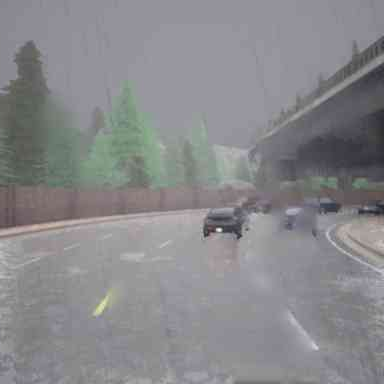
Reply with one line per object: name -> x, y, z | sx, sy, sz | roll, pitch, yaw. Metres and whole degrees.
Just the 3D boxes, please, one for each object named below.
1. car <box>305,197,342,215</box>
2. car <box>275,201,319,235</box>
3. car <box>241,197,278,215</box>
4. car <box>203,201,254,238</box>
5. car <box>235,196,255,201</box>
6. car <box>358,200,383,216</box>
car -> 12.723, 1.265, 32.596 | 4.553, 1.767, 2.097 | 0, 0, -39
car -> 5.934, 1.476, 18.424 | 1.812, 1.442, 4.674 | 0, 0, 21
car -> 7.197, 1.476, 32.643 | 4.181, 1.385, 1.994 | 0, 0, -43
car -> 1.920, 1.459, 17.504 | 1.837, 1.490, 4.892 | -1, 0, 16
car -> 5.819, 1.255, 36.076 | 4.553, 1.767, 2.097 | 0, 0, -41
car -> 17.895, 1.478, 31.927 | 4.181, 1.385, 1.994 | 0, 0, -31
